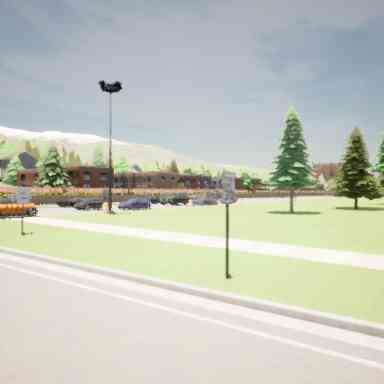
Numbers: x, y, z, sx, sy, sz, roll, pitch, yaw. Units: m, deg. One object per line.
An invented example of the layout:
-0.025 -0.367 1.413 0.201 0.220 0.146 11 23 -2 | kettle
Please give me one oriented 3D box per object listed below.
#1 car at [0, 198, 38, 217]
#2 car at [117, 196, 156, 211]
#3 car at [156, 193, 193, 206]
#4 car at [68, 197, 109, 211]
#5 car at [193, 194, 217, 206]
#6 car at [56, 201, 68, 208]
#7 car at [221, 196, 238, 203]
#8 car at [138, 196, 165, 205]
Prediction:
-15.536 1.276 27.891 2.097 1.767 4.553 0 0 35 | car
-6.882 1.450 40.286 1.812 1.442 4.674 0 0 35 | car
-2.714 1.136 52.343 2.150 2.045 5.566 0 0 35 | car
-11.736 1.418 39.450 1.837 1.490 4.892 0 1 35 | car
1.926 1.471 52.869 2.033 1.411 5.357 0 0 35 | car
-16.031 1.498 45.514 1.895 1.301 4.718 0 0 35 | car
7.566 1.476 66.930 1.812 1.442 4.674 0 0 35 | car
-7.022 1.402 58.327 1.837 1.490 4.892 0 0 35 | car
